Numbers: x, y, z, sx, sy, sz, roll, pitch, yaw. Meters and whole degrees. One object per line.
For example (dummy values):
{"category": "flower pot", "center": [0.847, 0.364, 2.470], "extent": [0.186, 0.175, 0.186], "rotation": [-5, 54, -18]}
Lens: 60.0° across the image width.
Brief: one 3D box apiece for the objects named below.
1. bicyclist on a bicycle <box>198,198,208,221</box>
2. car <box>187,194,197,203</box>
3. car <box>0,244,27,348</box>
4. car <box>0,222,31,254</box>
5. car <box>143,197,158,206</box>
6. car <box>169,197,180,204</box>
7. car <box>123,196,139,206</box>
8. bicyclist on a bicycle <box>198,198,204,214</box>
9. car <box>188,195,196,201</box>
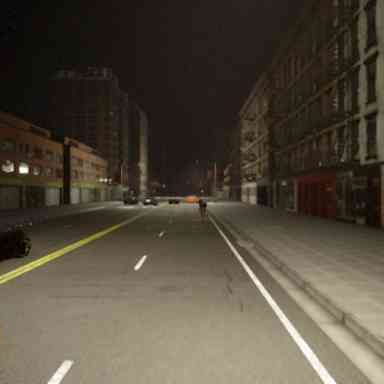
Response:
{"category": "bicyclist on a bicycle", "center": [0.888, 1.362, 25.226], "extent": [0.659, 1.776, 1.843], "rotation": [0, 0, 0]}
{"category": "car", "center": [-0.014, 1.300, 69.707], "extent": [2.097, 1.767, 4.553], "rotation": [0, 0, 0]}
{"category": "car", "center": [-3.149, 1.477, 1.866], "extent": [1.882, 1.535, 5.008], "rotation": [0, 0, 0]}
{"category": "car", "center": [-6.601, 1.559, 9.865], "extent": [1.994, 1.385, 4.181], "rotation": [0, 0, 0]}
{"category": "car", "center": [-6.561, 1.514, 52.715], "extent": [2.033, 1.411, 5.357], "rotation": [0, 0, 1]}
{"category": "car", "center": [-3.163, 1.557, 61.376], "extent": [1.895, 1.301, 4.718], "rotation": [0, 0, 0]}
{"category": "car", "center": [-9.815, 1.456, 53.835], "extent": [2.128, 1.511, 4.902], "rotation": [0, 0, 0]}
{"category": "bicyclist on a bicycle", "center": [0.886, 1.439, 34.162], "extent": [0.582, 1.620, 1.656], "rotation": [0, 0, 0]}
{"category": "car", "center": [-0.018, 1.406, 81.086], "extent": [1.882, 1.535, 5.008], "rotation": [0, 0, 0]}
